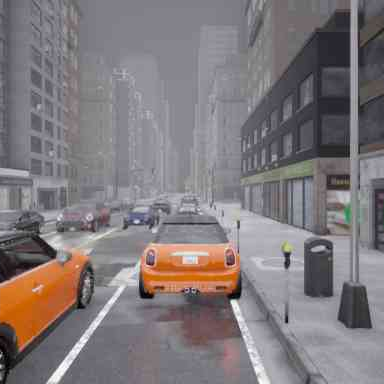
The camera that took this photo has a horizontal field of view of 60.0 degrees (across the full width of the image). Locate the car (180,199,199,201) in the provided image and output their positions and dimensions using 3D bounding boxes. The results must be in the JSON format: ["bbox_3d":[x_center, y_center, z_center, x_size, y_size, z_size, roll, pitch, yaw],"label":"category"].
[{"bbox_3d":[-0.287,1.552,27.412,2.008,1.369,4.403,0,0,0],"label":"car"}]

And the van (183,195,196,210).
[{"bbox_3d":[-0.287,1.343,43.983,1.690,1.788,3.998,0,0,0],"label":"van"}]

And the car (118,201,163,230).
[{"bbox_3d":[-3.146,1.526,21.233,1.812,1.442,4.674,0,0,0],"label":"car"}]

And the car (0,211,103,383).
[{"bbox_3d":[-3.049,1.351,4.967,2.097,1.767,4.553,0,0,0],"label":"car"}]

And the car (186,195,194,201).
[{"bbox_3d":[-0.572,1.470,87.873,1.967,1.590,4.097,0,0,-1],"label":"car"}]

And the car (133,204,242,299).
[{"bbox_3d":[-0.032,1.353,8.621,2.097,1.767,4.553,0,0,0],"label":"car"}]

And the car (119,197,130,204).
[{"bbox_3d":[-8.813,1.567,38.453,1.947,1.339,4.313,0,0,0],"label":"car"}]

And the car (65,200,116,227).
[{"bbox_3d":[-6.245,1.352,19.628,2.097,1.767,4.553,0,0,0],"label":"car"}]

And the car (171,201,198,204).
[{"bbox_3d":[-0.287,1.551,21.888,2.008,1.369,4.403,0,0,0],"label":"car"}]

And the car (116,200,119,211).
[{"bbox_3d":[-8.813,1.583,32.928,1.802,1.307,4.206,0,0,0],"label":"car"}]

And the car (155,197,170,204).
[{"bbox_3d":[-3.049,1.506,33.715,1.837,1.490,4.892,0,0,0],"label":"car"}]

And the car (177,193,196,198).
[{"bbox_3d":[-0.287,1.316,38.459,2.192,1.841,5.009,0,0,0],"label":"car"}]

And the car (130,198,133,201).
[{"bbox_3d":[-8.813,1.442,43.978,1.967,1.590,4.097,0,0,0],"label":"car"}]
